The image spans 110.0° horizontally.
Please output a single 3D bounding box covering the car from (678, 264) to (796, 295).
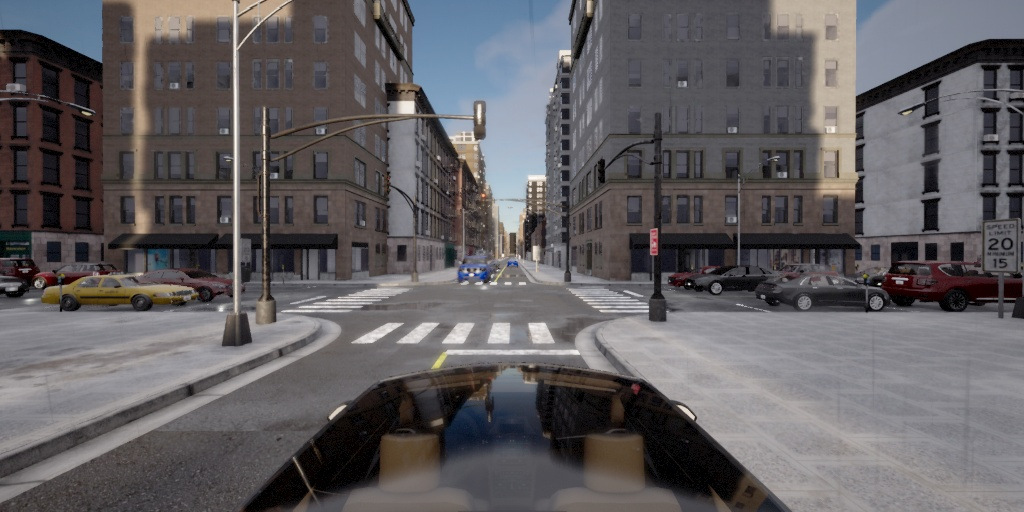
[{"bbox_3d":[11.909,1.253,19.191,4.892,1.490,1.837,0,0,0],"label":"car"}]

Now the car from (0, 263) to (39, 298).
[{"bbox_3d":[-25.219,1.246,16.340,4.902,1.511,2.128,0,0,0],"label":"car"}]

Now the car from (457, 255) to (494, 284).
[{"bbox_3d":[-2.805,0.972,27.680,2.150,2.045,5.566,0,0,0],"label":"car"}]

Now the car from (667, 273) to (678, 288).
[{"bbox_3d":[11.806,1.281,21.734,4.507,1.381,1.888,0,0,0],"label":"car"}]

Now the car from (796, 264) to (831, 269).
[{"bbox_3d":[17.215,1.177,21.720,4.097,1.591,1.967,0,0,0],"label":"car"}]

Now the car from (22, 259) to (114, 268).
[{"bbox_3d":[-26.363,1.167,21.835,4.097,1.591,1.967,0,0,0],"label":"car"}]

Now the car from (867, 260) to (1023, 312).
[{"bbox_3d":[17.194,1.091,13.695,5.009,1.841,2.192,0,0,0],"label":"car"}]

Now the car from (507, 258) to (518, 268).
[{"bbox_3d":[0.110,1.247,63.210,1.882,1.535,5.008,0,0,0],"label":"car"}]

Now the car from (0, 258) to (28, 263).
[{"bbox_3d":[-32.025,1.041,21.850,5.009,1.841,2.192,0,0,0],"label":"car"}]

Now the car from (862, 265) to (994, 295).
[{"bbox_3d":[22.078,1.256,19.166,4.892,1.490,1.837,0,0,0],"label":"car"}]

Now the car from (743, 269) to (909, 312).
[{"bbox_3d":[11.785,1.325,13.709,4.403,1.370,2.007,0,0,0],"label":"car"}]

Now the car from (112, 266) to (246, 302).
[{"bbox_3d":[-14.784,1.282,16.294,4.674,1.442,1.812,0,0,0],"label":"car"}]

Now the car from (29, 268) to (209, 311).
[{"bbox_3d":[-14.891,1.294,13.780,4.829,1.417,1.751,0,0,0],"label":"car"}]

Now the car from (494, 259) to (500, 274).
[{"bbox_3d":[-2.780,1.322,40.785,1.994,1.385,4.181,0,0,0],"label":"car"}]
